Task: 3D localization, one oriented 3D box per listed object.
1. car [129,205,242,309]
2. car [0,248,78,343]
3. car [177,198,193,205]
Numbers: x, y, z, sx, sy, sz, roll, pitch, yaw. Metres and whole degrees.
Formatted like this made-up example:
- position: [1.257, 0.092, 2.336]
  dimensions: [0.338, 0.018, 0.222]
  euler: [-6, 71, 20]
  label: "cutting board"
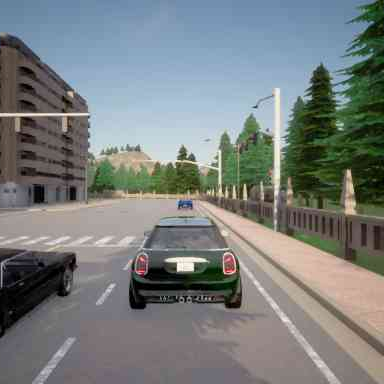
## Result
- position: [-0.133, 1.352, 8.033]
  dimensions: [2.097, 1.767, 4.553]
  euler: [0, 0, 0]
  label: "car"
- position: [-3.548, 1.601, 5.660]
  dimensions: [1.895, 1.301, 4.718]
  euler: [0, 0, -1]
  label: "car"
- position: [-0.883, 1.478, 43.831]
  dimensions: [1.882, 1.535, 5.008]
  euler: [0, 0, -1]
  label: "car"
